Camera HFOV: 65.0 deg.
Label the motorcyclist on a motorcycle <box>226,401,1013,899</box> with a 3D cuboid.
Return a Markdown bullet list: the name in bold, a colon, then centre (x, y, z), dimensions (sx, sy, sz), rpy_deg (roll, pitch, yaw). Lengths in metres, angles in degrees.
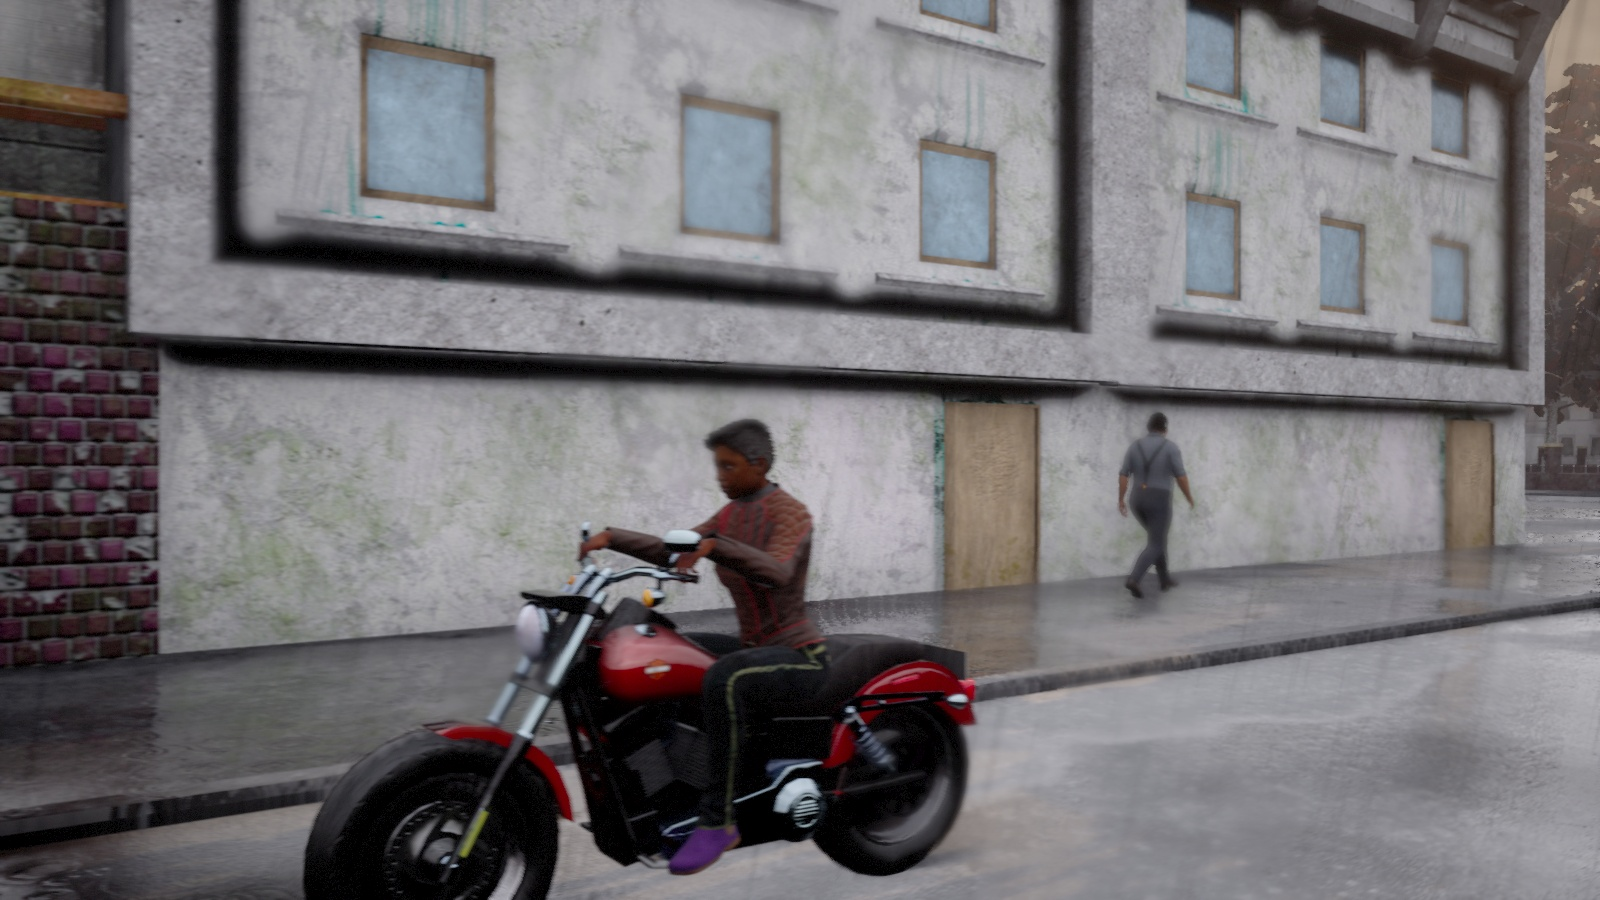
- **motorcyclist on a motorcycle**: centre (-0.455, 0.705, 3.951), dimensions (2.350, 1.649, 0.766), rpy_deg (0, 0, -35)

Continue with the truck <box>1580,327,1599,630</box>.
- **truck**: centre (9.327, 0.275, 10.768), dimensions (5.204, 2.467, 2.627), rpy_deg (1, -1, -35)

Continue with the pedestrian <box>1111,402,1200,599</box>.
- **pedestrian**: centre (3.449, 0.473, 12.181), dimensions (0.694, 1.848, 0.540), rpy_deg (0, 0, -43)
